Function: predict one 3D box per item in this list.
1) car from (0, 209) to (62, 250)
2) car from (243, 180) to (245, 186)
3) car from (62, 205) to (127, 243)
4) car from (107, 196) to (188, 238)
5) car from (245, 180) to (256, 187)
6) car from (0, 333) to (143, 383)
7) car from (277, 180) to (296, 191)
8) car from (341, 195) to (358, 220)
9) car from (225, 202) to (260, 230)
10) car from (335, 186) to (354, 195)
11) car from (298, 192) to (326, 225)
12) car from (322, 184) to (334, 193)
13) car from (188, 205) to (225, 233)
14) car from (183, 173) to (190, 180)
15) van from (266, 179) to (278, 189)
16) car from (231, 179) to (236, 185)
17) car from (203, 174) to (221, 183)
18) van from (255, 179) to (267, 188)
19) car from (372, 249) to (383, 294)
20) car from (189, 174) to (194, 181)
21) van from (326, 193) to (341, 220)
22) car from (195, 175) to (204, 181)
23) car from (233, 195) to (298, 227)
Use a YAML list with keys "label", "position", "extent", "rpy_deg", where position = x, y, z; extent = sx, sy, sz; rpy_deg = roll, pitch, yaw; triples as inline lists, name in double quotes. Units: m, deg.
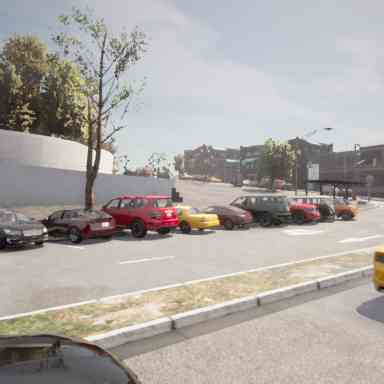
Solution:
- label: "car"
  position: [-8.196, 1.494, 14.367]
  extent: [4.892, 1.521, 2.231]
  rpy_deg: [-1, -1, 35]
- label: "car"
  position: [12.604, -2.042, 76.424]
  extent: [2.002, 1.452, 4.674]
  rpy_deg: [7, 4, 35]
- label: "car"
  position: [-5.775, 1.525, 16.113]
  extent: [4.792, 1.488, 2.163]
  rpy_deg: [-1, -1, 35]
- label: "car"
  position: [-3.329, 1.248, 17.857]
  extent: [5.566, 2.045, 2.435]
  rpy_deg: [-1, -1, 35]
- label: "car"
  position: [14.435, -1.811, 74.103]
  extent: [1.946, 1.575, 5.366]
  rpy_deg: [7, 3, 35]
- label: "car"
  position: [-2.455, 1.491, 1.381]
  extent: [4.902, 1.511, 2.128]
  rpy_deg: [0, 0, -36]
- label: "car"
  position: [19.495, -0.991, 66.536]
  extent: [2.231, 1.521, 4.892]
  rpy_deg: [7, 3, 35]
- label: "car"
  position: [11.490, 1.404, 28.188]
  extent: [4.553, 1.767, 2.185]
  rpy_deg: [-1, -1, 35]
- label: "car"
  position: [1.598, 1.549, 21.310]
  extent: [4.674, 1.452, 2.002]
  rpy_deg: [-1, -1, 35]
- label: "car"
  position: [26.392, 0.137, 56.675]
  extent: [2.002, 1.452, 4.674]
  rpy_deg: [7, 3, 35]
- label: "car"
  position: [6.541, 1.268, 24.770]
  extent: [5.566, 2.045, 2.435]
  rpy_deg: [-1, -1, 35]
- label: "car"
  position: [24.702, -0.425, 59.148]
  extent: [2.435, 2.045, 5.566]
  rpy_deg: [7, 3, 35]
- label: "car"
  position: [-1.009, 1.503, 19.683]
  extent: [5.366, 1.575, 1.946]
  rpy_deg: [-1, -1, 35]
- label: "car"
  position: [0.389, -4.084, 93.597]
  extent: [2.185, 1.767, 4.553]
  rpy_deg: [4, 1, 33]
- label: "van"
  position: [17.736, -1.490, 68.899]
  extent: [1.878, 1.987, 4.442]
  rpy_deg: [7, 4, 35]
- label: "car"
  position: [10.863, -2.316, 78.887]
  extent: [2.002, 1.452, 4.674]
  rpy_deg: [7, 3, 35]
- label: "car"
  position: [5.761, -3.175, 86.399]
  extent: [1.946, 1.575, 5.366]
  rpy_deg: [7, 3, 34]
- label: "van"
  position: [16.008, -1.763, 71.371]
  extent: [1.878, 1.987, 4.442]
  rpy_deg: [7, 4, 35]
- label: "car"
  position: [5.985, 1.488, 7.390]
  extent: [5.008, 1.535, 1.882]
  rpy_deg: [0, 0, -35]
- label: "car"
  position: [2.117, -3.849, 91.126]
  extent: [2.185, 1.767, 4.553]
  rpy_deg: [6, 3, 34]
- label: "van"
  position: [9.080, 1.297, 26.439]
  extent: [4.442, 1.987, 1.878]
  rpy_deg: [-1, -1, 35]
- label: "car"
  position: [3.911, -3.697, 88.660]
  extent: [2.435, 2.045, 5.566]
  rpy_deg: [7, 3, 34]
- label: "car"
  position: [4.026, 1.263, 23.066]
  extent: [5.566, 2.045, 2.435]
  rpy_deg: [-1, -1, 35]
